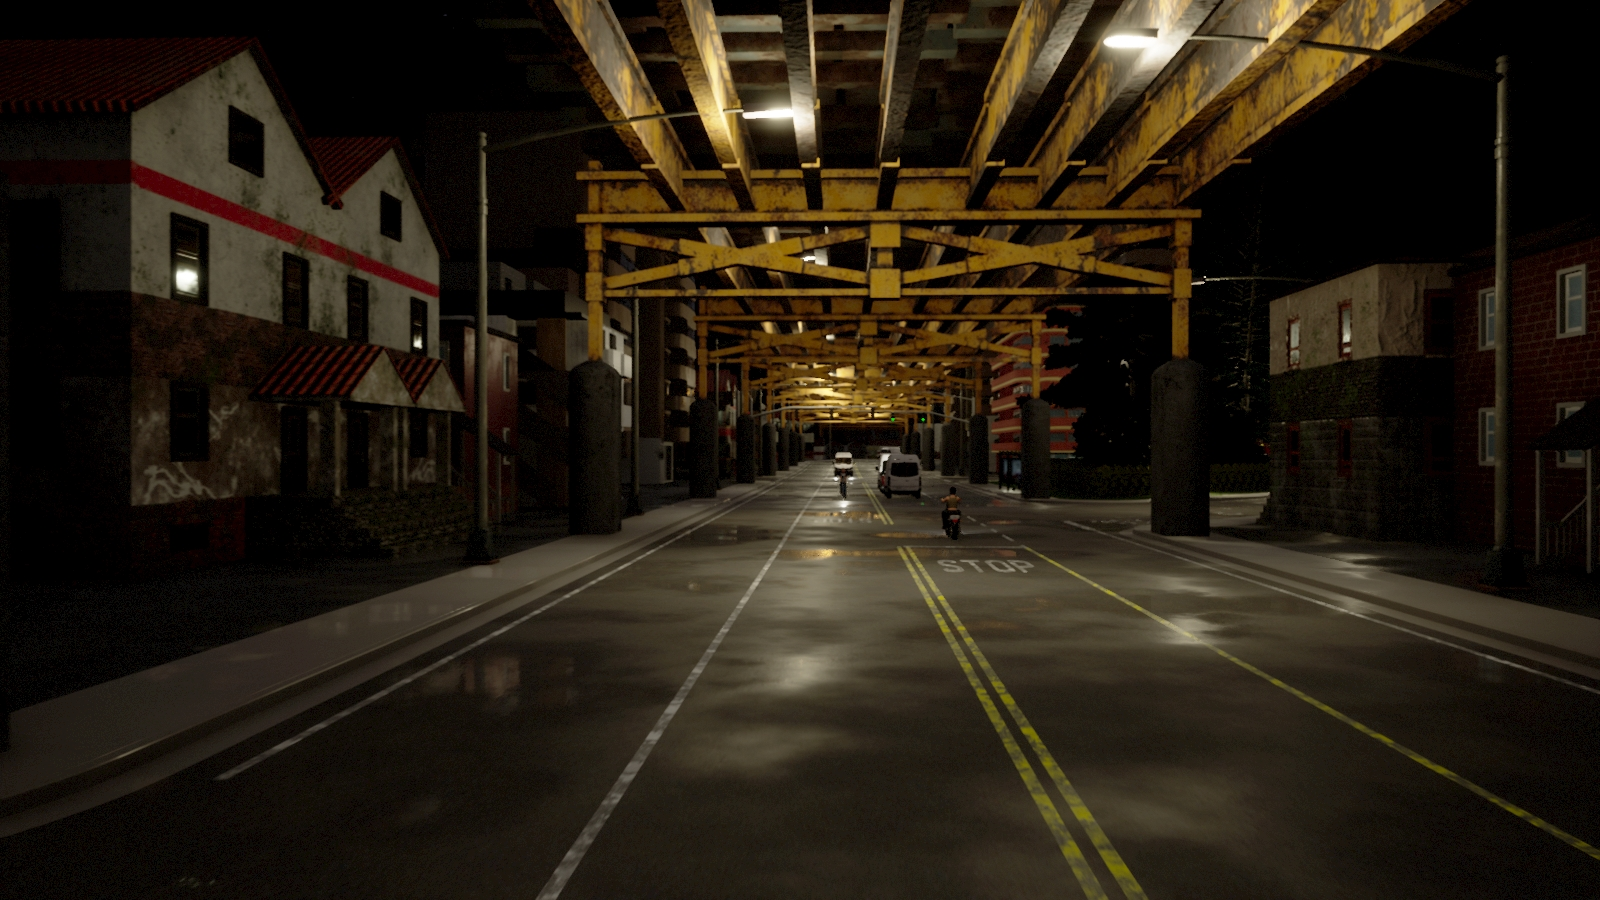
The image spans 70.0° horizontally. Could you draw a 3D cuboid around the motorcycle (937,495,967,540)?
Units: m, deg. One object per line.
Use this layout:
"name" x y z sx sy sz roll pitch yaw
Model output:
"motorcycle" 4.866 2.150 36.697 0.764 1.332 2.356 0 0 2
